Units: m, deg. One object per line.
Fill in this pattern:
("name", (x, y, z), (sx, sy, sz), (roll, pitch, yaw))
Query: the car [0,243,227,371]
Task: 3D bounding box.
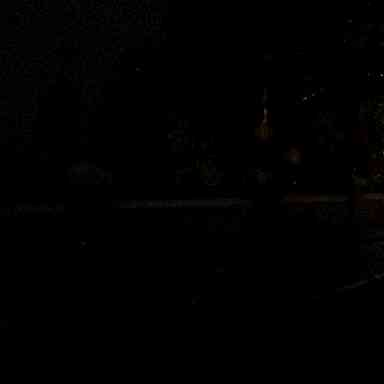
("car", (-1.258, 1.597, 5.676), (4.206, 1.307, 1.802), (0, 0, -36))
